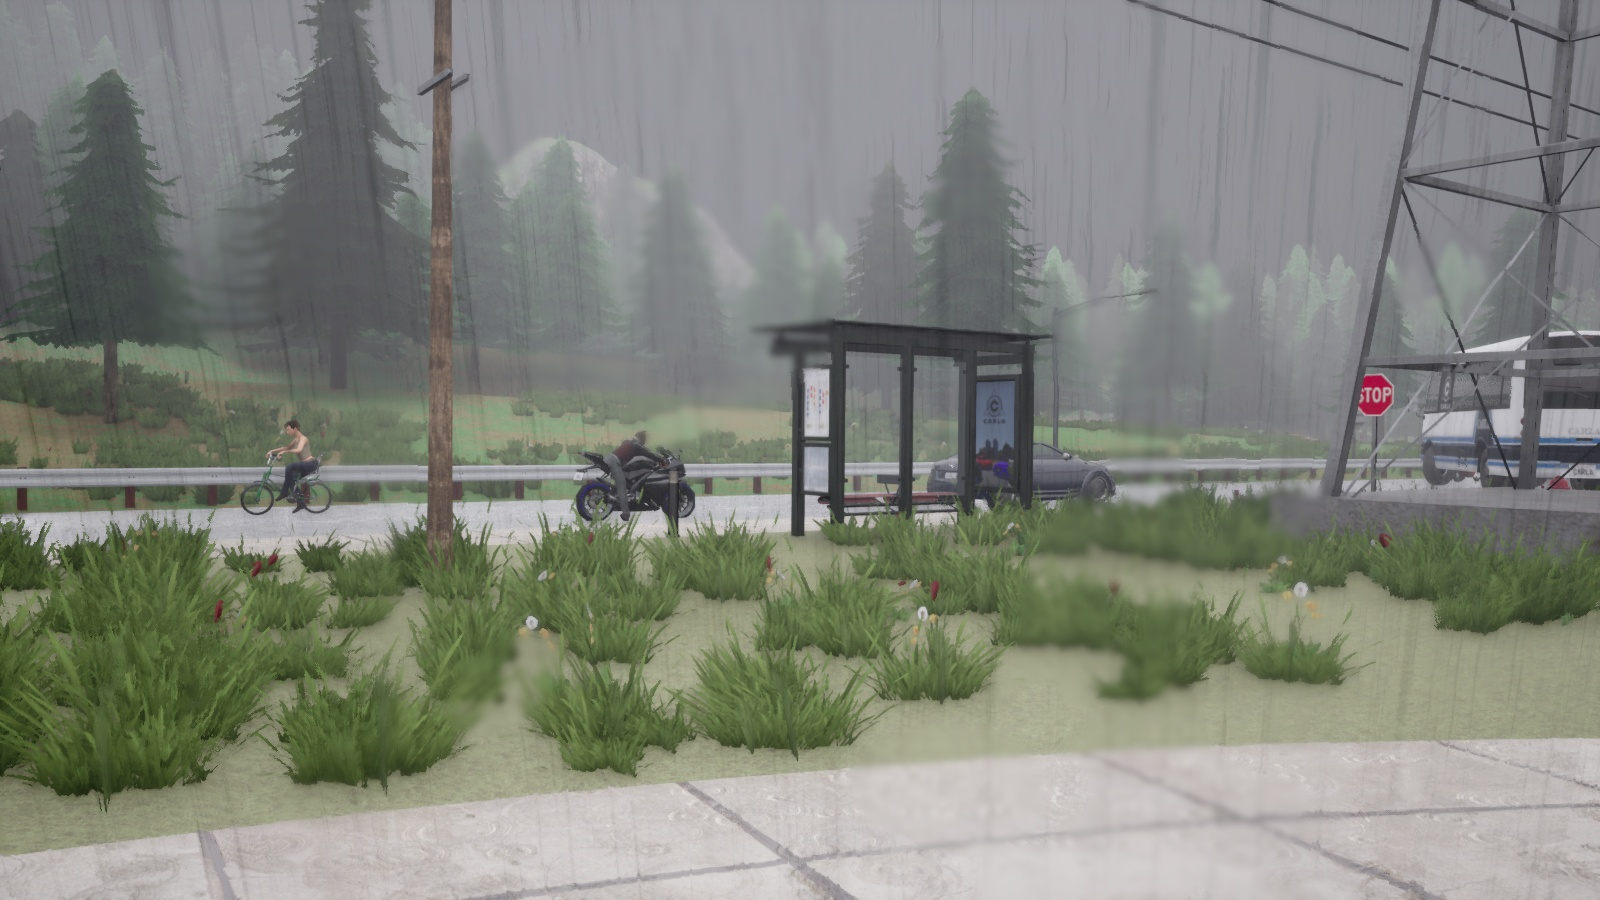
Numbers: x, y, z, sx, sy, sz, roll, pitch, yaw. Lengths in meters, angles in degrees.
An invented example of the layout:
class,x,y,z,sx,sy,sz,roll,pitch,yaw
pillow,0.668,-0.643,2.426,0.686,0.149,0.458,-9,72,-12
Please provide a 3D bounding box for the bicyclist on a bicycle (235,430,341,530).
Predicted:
class,x,y,z,sx,sy,sz,roll,pitch,yaw
bicyclist on a bicycle,-8.697,0.481,21.338,1.509,1.612,0.866,-1,1,-34

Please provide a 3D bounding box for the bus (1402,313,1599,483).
class,x,y,z,sx,sy,sz,roll,pitch,yaw
bus,20.869,-1.400,36.621,3.944,4.253,10.273,0,1,14

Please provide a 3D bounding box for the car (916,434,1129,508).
class,x,y,z,sx,sy,sz,roll,pitch,yaw
car,4.695,0.383,26.325,4.181,1.385,1.994,-1,1,-34

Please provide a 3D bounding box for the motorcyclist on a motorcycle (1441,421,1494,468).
class,x,y,z,sx,sy,sz,roll,pitch,yaw
motorcyclist on a motorcycle,22.955,-0.199,43.160,1.817,1.590,0.866,-1,1,-35

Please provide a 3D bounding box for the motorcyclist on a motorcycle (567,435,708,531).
class,x,y,z,sx,sy,sz,roll,pitch,yaw
motorcyclist on a motorcycle,-2.729,0.518,21.208,2.191,1.530,0.866,-1,1,-35
